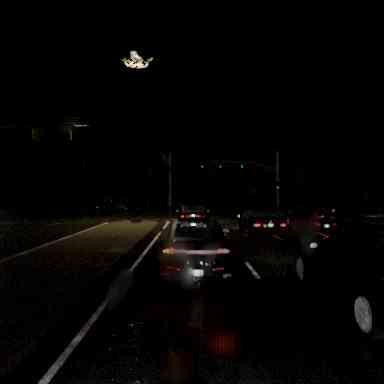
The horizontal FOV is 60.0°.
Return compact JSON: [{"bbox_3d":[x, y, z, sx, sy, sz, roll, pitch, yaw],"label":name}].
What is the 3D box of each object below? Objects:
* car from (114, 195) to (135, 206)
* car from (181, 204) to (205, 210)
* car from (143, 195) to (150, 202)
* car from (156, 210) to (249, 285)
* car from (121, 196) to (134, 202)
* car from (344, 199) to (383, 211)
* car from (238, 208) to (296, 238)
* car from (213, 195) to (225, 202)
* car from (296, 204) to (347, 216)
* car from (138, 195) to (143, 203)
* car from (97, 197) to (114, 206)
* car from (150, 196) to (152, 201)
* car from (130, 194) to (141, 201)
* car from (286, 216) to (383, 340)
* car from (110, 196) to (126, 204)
[{"bbox_3d":[-11.654,1.632,57.798,1.994,1.385,4.181,0,0,1],"label":"car"},{"bbox_3d":[0.055,1.530,20.890,1.837,1.490,4.892,0,0,-1],"label":"car"},{"bbox_3d":[-11.577,1.615,76.890,1.812,1.442,4.674,0,0,0],"label":"car"},{"bbox_3d":[0.090,1.503,9.491,2.128,1.511,4.902,0,0,0],"label":"car"},{"bbox_3d":[-15.079,1.618,78.160,2.128,1.511,4.902,0,0,0],"label":"car"},{"bbox_3d":[21.255,1.596,41.319,5.357,1.411,2.033,0,0,1],"label":"car"},{"bbox_3d":[3.583,1.569,17.699,2.033,1.411,5.357,0,0,0],"label":"car"},{"bbox_3d":[6.918,1.451,81.769,2.097,1.767,4.553,0,0,0],"label":"car"},{"bbox_3d":[7.082,1.528,19.895,1.837,1.490,4.892,0,0,0],"label":"car"},{"bbox_3d":[-11.567,1.583,66.620,1.837,1.490,4.892,0,0,0],"label":"car"},{"bbox_3d":[-15.114,1.547,58.280,1.882,1.535,5.008,0,0,0],"label":"car"},{"bbox_3d":[-11.578,1.627,87.296,2.128,1.511,4.902,0,0,0],"label":"car"},{"bbox_3d":[-15.070,1.453,88.327,2.097,1.767,4.553,0,0,0],"label":"car"},{"bbox_3d":[3.593,1.486,6.589,1.882,1.535,5.008,0,0,0],"label":"car"},{"bbox_3d":[-15.068,1.620,68.057,2.033,1.411,5.357,0,0,0],"label":"car"}]
